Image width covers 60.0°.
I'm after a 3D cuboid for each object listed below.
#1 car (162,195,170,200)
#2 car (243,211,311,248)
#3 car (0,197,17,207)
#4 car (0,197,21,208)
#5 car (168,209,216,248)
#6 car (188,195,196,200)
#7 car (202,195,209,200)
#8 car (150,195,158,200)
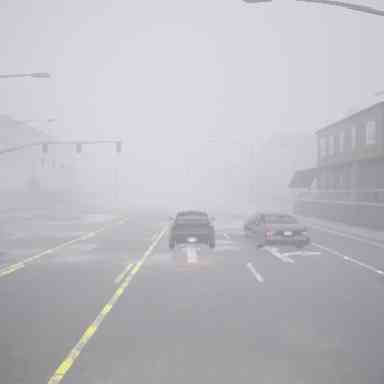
[{"bbox_3d":[-7.000,1.528,91.777,1.994,1.385,4.181,0,0,0],"label":"car"},{"bbox_3d":[3.500,1.561,14.650,2.033,1.411,5.357,0,0,0],"label":"car"},{"bbox_3d":[-27.259,1.292,47.153,1.853,1.218,4.536,0,0,29],"label":"car"},{"bbox_3d":[-27.234,1.450,47.199,2.038,1.542,4.974,0,0,29],"label":"car"},{"bbox_3d":[0.000,1.514,14.650,1.837,1.490,4.892,0,0,0],"label":"car"},{"bbox_3d":[0.000,1.386,85.172,2.033,1.411,5.357,0,0,0],"label":"car"},{"bbox_3d":[3.500,1.386,85.172,2.033,1.411,5.357,0,0,0],"label":"car"},{"bbox_3d":[-10.500,1.571,91.747,1.895,1.301,4.718,0,0,0],"label":"car"}]
